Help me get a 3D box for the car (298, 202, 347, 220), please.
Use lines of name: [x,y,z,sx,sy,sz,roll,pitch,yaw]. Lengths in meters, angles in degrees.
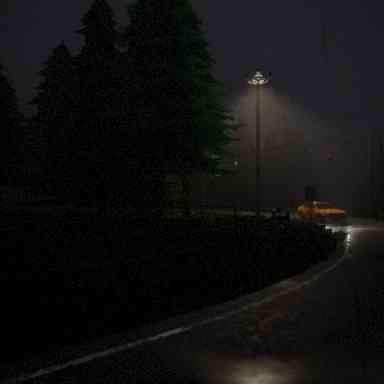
car: [9.816,1.510,25.417,1.882,1.535,5.008,0,0,-6]
